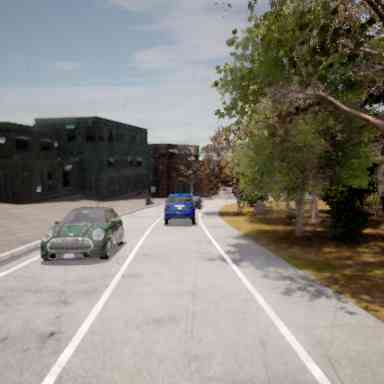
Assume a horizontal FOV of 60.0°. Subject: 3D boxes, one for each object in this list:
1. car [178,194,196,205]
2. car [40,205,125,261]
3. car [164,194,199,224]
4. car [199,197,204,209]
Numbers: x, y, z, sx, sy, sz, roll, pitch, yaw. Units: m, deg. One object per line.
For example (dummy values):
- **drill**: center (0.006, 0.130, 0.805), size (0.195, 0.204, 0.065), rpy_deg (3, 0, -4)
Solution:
- **car**: center (-0.748, 1.213, 54.846), size (1.837, 1.490, 4.892), rpy_deg (1, 1, 14)
- **car**: center (-3.840, 1.354, 12.374), size (2.097, 1.767, 4.553), rpy_deg (-1, 0, -3)
- **car**: center (-0.828, 1.153, 24.461), size (2.150, 2.045, 5.566), rpy_deg (0, 0, 0)
- **car**: center (0.419, 1.332, 42.781), size (1.837, 1.490, 4.892), rpy_deg (0, 0, 8)
